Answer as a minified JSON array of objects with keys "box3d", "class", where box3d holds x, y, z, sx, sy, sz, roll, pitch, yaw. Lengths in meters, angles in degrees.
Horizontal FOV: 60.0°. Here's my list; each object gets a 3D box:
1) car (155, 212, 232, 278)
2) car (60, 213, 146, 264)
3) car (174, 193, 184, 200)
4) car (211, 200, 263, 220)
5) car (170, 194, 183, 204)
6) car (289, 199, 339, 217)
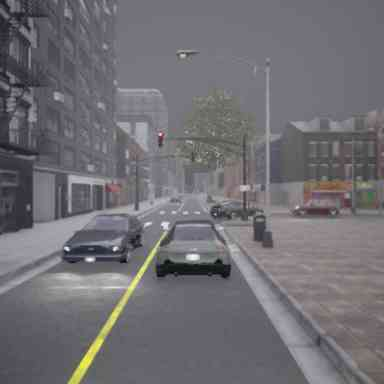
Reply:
[{"box3d":[0.040,1.521,9.992,1.994,1.385,4.181,0,0,0],"class":"car"},{"box3d":[-2.844,1.496,11.934,2.033,1.411,5.357,0,0,0],"class":"car"},{"box3d":[-2.915,1.051,75.899,2.033,1.411,5.357,0,0,0],"class":"car"},{"box3d":[3.632,1.415,26.348,4.892,1.490,1.837,0,-3,-40],"class":"car"},{"box3d":[-2.915,1.312,59.844,2.033,1.411,5.357,0,0,1],"class":"car"},{"box3d":[10.860,1.388,29.851,4.097,1.590,1.967,0,0,0],"class":"car"}]
